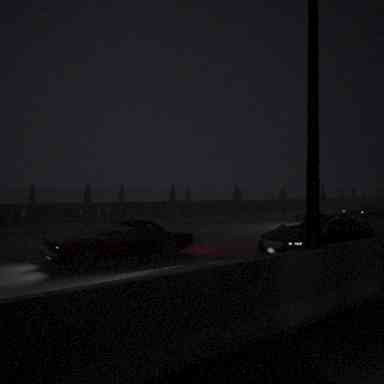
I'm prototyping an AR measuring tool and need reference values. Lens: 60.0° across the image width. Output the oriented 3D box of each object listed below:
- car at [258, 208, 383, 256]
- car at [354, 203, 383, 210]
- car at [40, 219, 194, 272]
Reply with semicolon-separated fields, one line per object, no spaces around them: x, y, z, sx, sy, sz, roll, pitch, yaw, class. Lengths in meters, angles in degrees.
4.351;1.497;11.411;4.902;1.511;2.128;0;0;-36;car
14.350;1.615;27.425;4.718;1.301;1.895;0;0;-37;car
-2.348;1.603;10.918;4.718;1.301;1.895;0;0;-36;car
